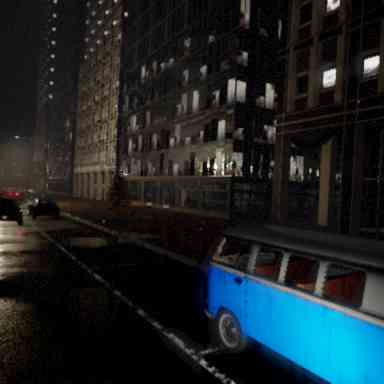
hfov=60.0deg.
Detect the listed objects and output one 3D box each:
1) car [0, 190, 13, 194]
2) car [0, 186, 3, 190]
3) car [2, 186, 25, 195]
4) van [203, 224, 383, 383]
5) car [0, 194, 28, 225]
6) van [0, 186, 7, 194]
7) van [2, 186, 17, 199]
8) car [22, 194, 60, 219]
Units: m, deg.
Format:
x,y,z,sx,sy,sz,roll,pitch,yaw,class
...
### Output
x,y,z,sx,sy,sz,roll,pitch,yaw,class
-17.795,0.764,30.043,2.033,1.411,5.357,3,0,-32,car
-25.639,0.190,47.352,2.192,1.841,5.009,2,0,-32,car
-22.596,0.324,42.553,2.192,1.841,5.009,2,0,-32,car
1.750,1.425,4.166,1.690,1.788,3.998,2,0,-32,van
-10.822,1.050,19.070,1.812,1.442,4.674,3,0,-32,car
-40.856,-0.460,71.343,1.690,1.788,3.998,2,0,-32,van
-28.683,0.081,52.150,1.690,1.788,3.998,2,0,-32,van
-10.431,1.098,23.360,2.008,1.369,4.403,2,0,-32,car
